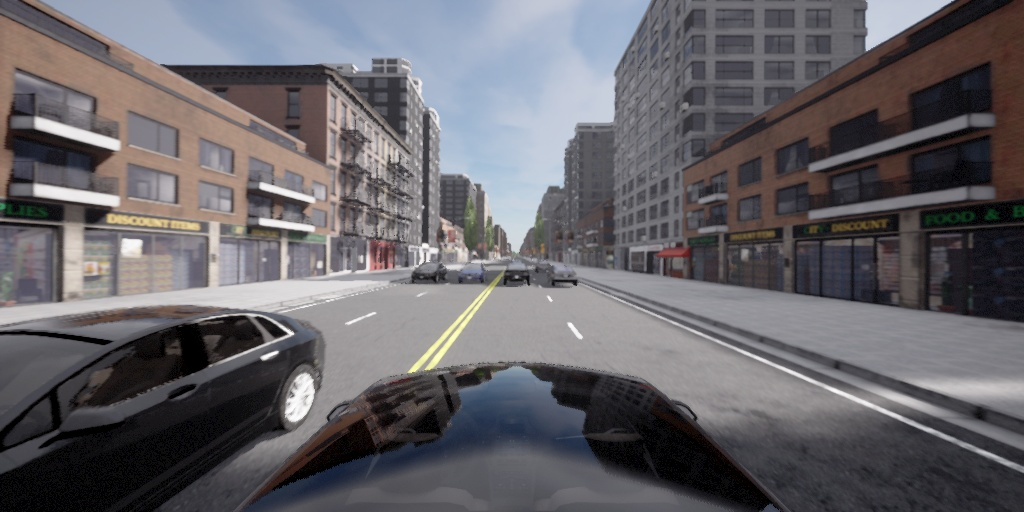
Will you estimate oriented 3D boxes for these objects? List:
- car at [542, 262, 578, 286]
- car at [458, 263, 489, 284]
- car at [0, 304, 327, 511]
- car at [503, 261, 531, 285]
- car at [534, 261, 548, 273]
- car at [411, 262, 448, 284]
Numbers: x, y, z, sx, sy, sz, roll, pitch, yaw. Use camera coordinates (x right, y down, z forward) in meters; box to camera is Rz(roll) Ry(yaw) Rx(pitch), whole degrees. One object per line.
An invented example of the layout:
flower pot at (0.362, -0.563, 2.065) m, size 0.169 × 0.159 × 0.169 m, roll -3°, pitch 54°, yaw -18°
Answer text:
car at (3.612, 1.365, 26.350) m, size 2.033 × 1.411 × 5.357 m, roll 0°, pitch 0°, yaw 1°
car at (-2.964, 1.293, 27.763) m, size 1.812 × 1.442 × 4.674 m, roll 0°, pitch 0°, yaw 1°
car at (-3.354, 1.231, 2.762) m, size 1.837 × 1.490 × 4.892 m, roll 0°, pitch 0°, yaw 1°
car at (0.374, 1.270, 27.004) m, size 1.882 × 1.535 × 5.008 m, roll 0°, pitch 0°, yaw 1°
car at (3.878, 1.341, 45.978) m, size 2.128 × 1.511 × 4.902 m, roll 0°, pitch 0°, yaw 1°
car at (-6.223, 1.219, 27.452) m, size 1.882 × 1.535 × 5.008 m, roll 0°, pitch 0°, yaw 1°
